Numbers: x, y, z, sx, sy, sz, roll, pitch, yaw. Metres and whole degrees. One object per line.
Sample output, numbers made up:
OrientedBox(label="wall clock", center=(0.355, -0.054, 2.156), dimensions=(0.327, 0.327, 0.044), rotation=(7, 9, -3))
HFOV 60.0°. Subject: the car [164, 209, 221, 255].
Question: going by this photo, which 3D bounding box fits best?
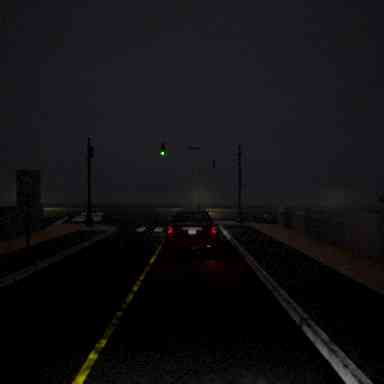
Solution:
OrientedBox(label="car", center=(0.009, 1.481, 14.063), dimensions=(2.097, 1.767, 4.553), rotation=(0, -1, 0))
